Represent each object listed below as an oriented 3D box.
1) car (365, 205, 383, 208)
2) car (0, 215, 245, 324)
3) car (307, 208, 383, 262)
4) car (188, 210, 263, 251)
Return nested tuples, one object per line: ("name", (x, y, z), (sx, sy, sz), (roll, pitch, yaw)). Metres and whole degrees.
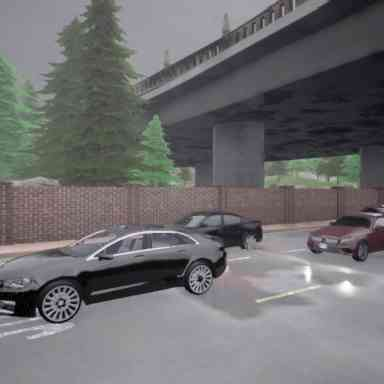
("car", (10.901, 1.525, 19.475), (4.674, 1.442, 1.812), (0, 0, -33))
("car", (-1.469, 1.491, 7.197), (4.902, 1.511, 2.128), (0, 0, -33))
("car", (6.285, 1.526, 12.272), (4.674, 1.442, 1.812), (0, 0, -33))
("car", (0.485, 1.478, 12.660), (5.008, 1.535, 1.882), (0, 0, -33))
